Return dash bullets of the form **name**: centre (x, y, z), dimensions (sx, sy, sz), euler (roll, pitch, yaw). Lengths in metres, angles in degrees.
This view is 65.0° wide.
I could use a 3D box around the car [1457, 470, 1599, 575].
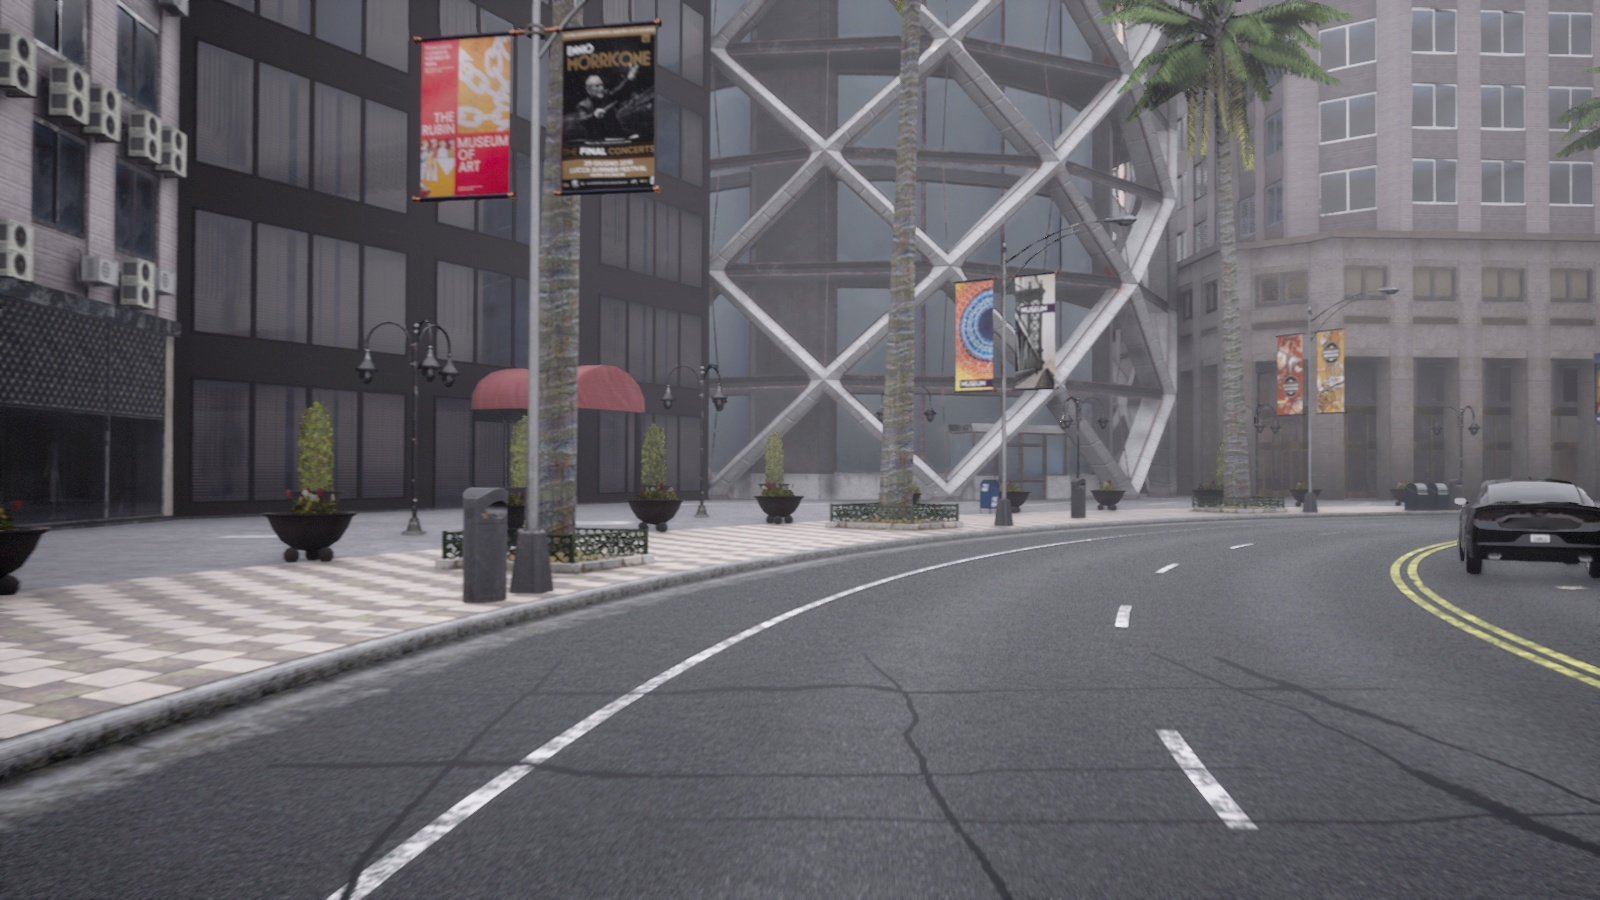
- **car**: centre (12.074, 1.100, 20.893), dimensions (1.882, 1.535, 5.008), euler (-1, -1, 26)
